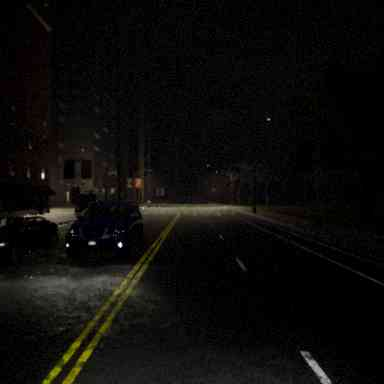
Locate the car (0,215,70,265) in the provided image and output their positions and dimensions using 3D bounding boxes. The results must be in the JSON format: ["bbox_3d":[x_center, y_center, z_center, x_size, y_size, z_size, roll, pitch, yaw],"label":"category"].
[{"bbox_3d":[-6.607,1.650,12.363,2.128,1.511,4.902,0,-1,0],"label":"car"}]

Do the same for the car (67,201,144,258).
[{"bbox_3d":[-3.358,1.401,13.934,2.150,2.045,5.566,0,-1,0],"label":"car"}]

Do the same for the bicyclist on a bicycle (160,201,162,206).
[{"bbox_3d":[-8.796,3.052,94.291,0.582,1.620,1.656,0,-1,0],"label":"bicyclist on a bicycle"}]

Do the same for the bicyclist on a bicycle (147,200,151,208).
[{"bbox_3d":[-8.785,2.419,68.232,0.866,1.612,1.509,0,-1,0],"label":"bicyclist on a bicycle"}]
